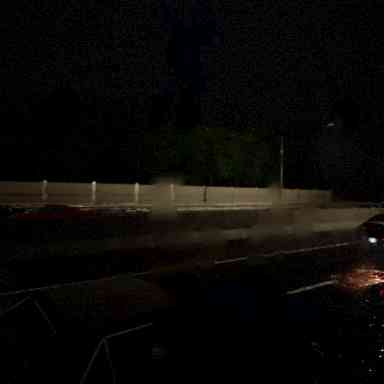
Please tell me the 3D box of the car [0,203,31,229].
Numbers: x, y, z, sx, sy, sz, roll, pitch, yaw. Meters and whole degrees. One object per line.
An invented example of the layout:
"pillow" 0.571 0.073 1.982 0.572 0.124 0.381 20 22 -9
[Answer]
"car" -12.860 1.503 20.614 4.902 1.511 2.128 1 0 -35

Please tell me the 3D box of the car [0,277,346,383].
"car" -0.487 1.614 3.399 4.718 1.301 1.895 1 0 -35

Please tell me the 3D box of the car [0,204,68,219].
"car" -8.256 1.520 19.597 5.008 1.535 1.882 1 0 -35

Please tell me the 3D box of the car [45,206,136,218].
"car" -4.671 1.610 17.856 5.357 1.411 2.033 1 0 -35

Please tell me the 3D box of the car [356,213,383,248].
"car" 9.105 1.680 14.538 4.892 1.490 1.837 1 -1 -35
